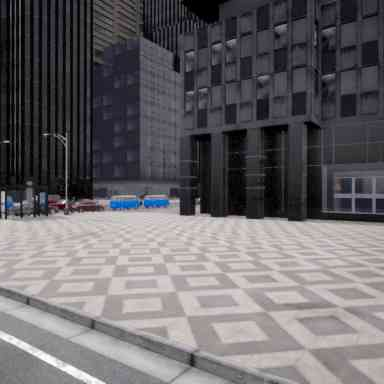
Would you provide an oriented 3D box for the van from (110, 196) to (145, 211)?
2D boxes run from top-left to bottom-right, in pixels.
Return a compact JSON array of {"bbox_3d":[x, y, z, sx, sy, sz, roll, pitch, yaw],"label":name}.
[{"bbox_3d":[-8.017,1.332,40.197,1.690,1.788,3.998,0,0,35],"label":"van"}]

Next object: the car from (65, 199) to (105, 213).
[{"bbox_3d":[-11.312,1.576,35.573,1.802,1.307,4.206,0,0,35],"label":"car"}]

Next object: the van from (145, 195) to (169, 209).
[{"bbox_3d":[-4.724,1.330,44.821,1.690,1.788,3.998,0,0,35],"label":"van"}]

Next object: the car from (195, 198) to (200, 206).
[{"bbox_3d":[1.864,1.570,54.069,1.802,1.307,4.206,0,0,35],"label":"car"}]

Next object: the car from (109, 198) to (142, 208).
[{"bbox_3d":[-9.565,1.573,48.116,1.895,1.301,4.718,0,0,36],"label":"car"}]

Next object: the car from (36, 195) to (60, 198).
[{"bbox_3d":[-18.256,1.285,40.517,2.192,1.841,5.009,0,0,35],"label":"car"}]

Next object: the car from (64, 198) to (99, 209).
[{"bbox_3d":[-14.962,1.549,45.142,1.802,1.307,4.206,0,0,35],"label":"car"}]

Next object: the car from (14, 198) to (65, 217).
[{"bbox_3d":[-14.606,1.549,30.948,2.008,1.369,4.403,0,0,35],"label":"car"}]
